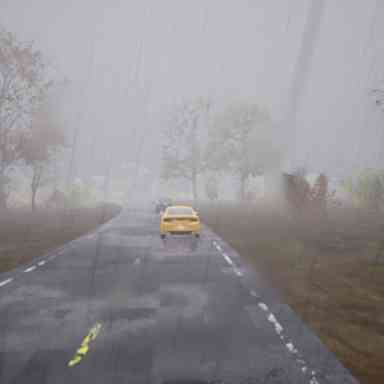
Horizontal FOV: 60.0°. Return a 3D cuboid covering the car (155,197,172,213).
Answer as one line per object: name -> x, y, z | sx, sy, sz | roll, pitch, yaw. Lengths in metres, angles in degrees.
car -> -3.189, 1.405, 38.432 | 2.097, 1.767, 4.553 | 0, 0, -9

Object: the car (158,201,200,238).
car -> -0.701, 1.494, 17.958 | 1.882, 1.535, 5.008 | 0, 0, -4
